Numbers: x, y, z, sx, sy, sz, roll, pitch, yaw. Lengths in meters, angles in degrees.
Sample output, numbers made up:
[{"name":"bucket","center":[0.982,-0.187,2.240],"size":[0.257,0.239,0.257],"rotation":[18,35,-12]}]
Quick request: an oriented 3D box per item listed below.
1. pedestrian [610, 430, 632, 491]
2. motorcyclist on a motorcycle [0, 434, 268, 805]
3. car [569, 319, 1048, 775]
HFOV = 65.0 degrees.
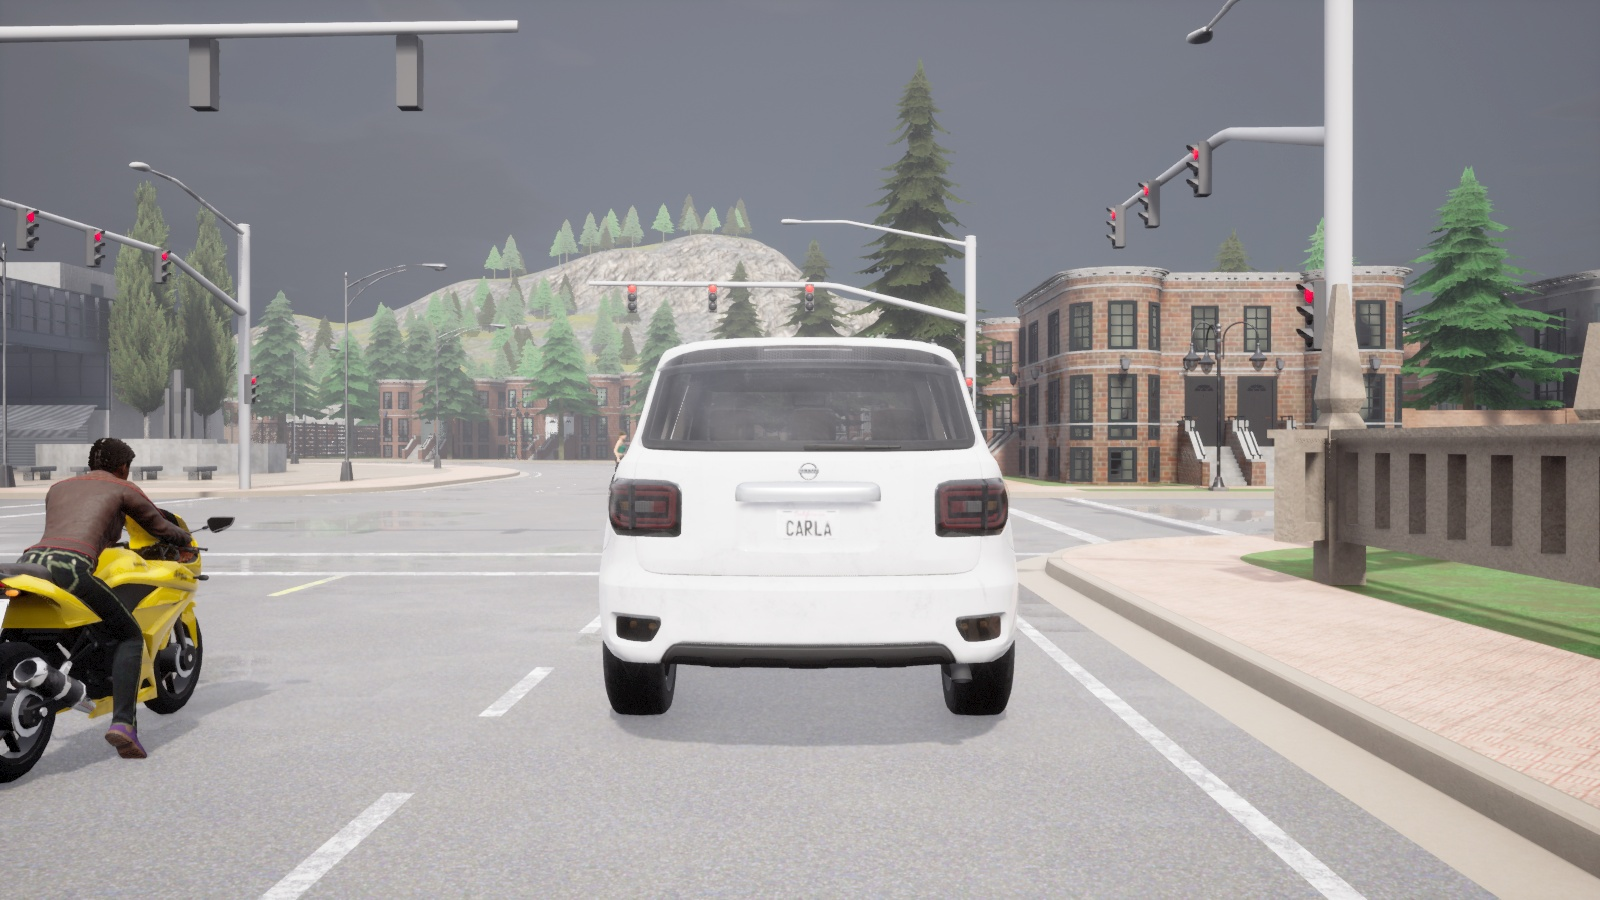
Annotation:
[{"name":"pedestrian","center":[-5.396,0.318,37.900],"size":[0.594,1.836,0.345],"rotation":[0,0,2]},{"name":"motorcyclist on a motorcycle","center":[-3.453,0.691,6.178],"size":[0.797,1.523,2.044],"rotation":[0,0,0]},{"name":"car","center":[0.058,0.418,8.421],"size":[2.150,2.045,5.566],"rotation":[0,0,0]}]
